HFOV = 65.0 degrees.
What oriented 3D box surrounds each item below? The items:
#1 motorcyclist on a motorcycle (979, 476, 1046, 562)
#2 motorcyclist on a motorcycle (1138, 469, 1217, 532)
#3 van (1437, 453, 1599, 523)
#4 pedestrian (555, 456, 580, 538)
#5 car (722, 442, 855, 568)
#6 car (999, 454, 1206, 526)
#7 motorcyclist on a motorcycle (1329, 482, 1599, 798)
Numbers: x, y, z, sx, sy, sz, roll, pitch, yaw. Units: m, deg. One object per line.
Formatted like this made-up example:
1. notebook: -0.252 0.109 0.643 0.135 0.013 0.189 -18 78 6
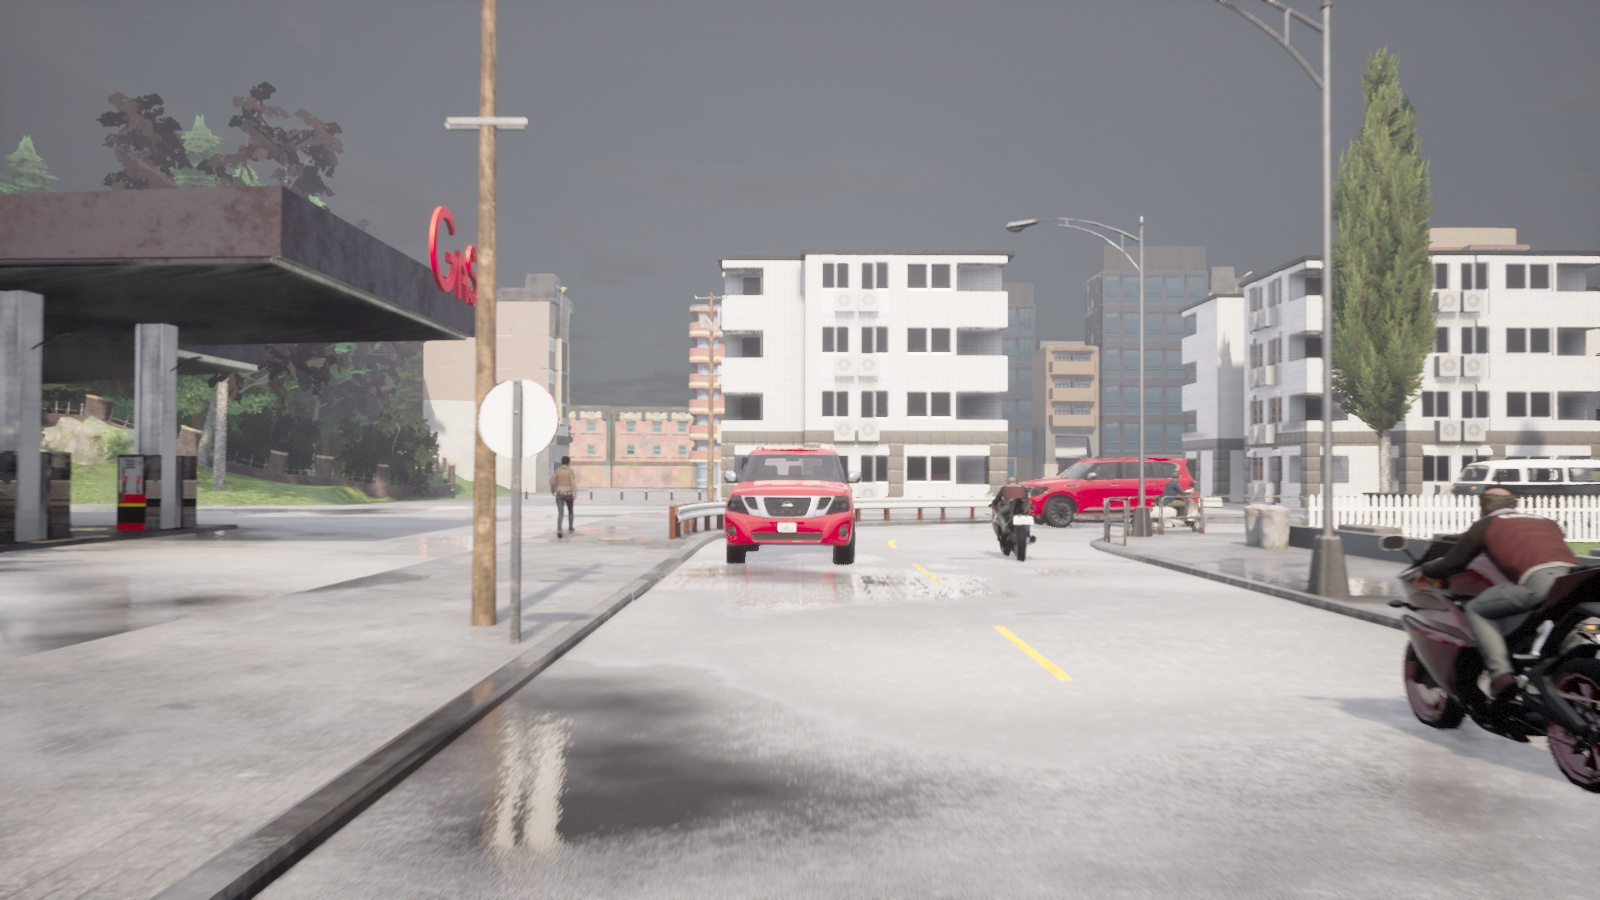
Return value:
1. motorcyclist on a motorcycle: 3.944 1.251 23.433 0.866 1.530 2.191 0 -1 0
2. motorcyclist on a motorcycle: 9.977 1.320 33.202 1.817 1.590 0.866 0 1 -19
3. van: 21.988 1.124 37.896 4.480 2.038 2.069 0 -1 0
4. pedestrian: -5.167 1.041 27.943 0.328 1.805 0.869 0 -1 5
5. car: -0.101 0.947 23.181 2.150 2.045 5.566 0 -1 2
6. car: 8.938 1.163 37.336 5.566 2.045 2.150 0 -1 -10
7. motorcyclist on a motorcycle: 3.982 0.965 7.298 0.866 1.530 2.191 0 -1 0
